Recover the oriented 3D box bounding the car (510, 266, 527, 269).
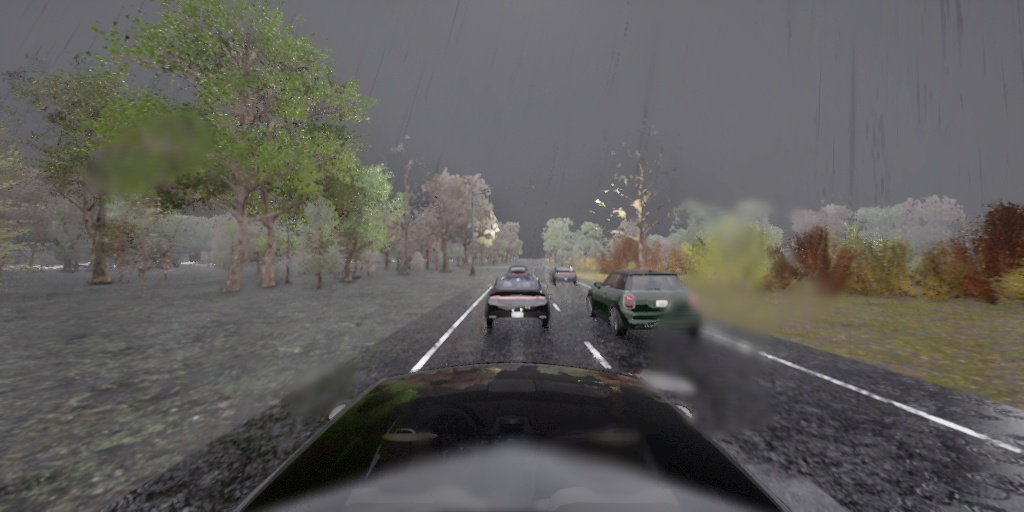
[{"bbox_3d":[0.523,1.530,29.004,1.837,1.490,4.892,0,0,2],"label":"car"}]

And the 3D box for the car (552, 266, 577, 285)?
[{"bbox_3d":[4.019,1.513,28.728,2.128,1.511,4.902,0,-1,2],"label":"car"}]

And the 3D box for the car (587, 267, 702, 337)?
[{"bbox_3d":[3.669,1.193,10.815,2.097,1.767,4.553,0,-1,1],"label":"car"}]

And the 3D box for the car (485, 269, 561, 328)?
[{"bbox_3d":[0.175,1.344,11.843,2.128,1.511,4.902,0,-1,1],"label":"car"}]
